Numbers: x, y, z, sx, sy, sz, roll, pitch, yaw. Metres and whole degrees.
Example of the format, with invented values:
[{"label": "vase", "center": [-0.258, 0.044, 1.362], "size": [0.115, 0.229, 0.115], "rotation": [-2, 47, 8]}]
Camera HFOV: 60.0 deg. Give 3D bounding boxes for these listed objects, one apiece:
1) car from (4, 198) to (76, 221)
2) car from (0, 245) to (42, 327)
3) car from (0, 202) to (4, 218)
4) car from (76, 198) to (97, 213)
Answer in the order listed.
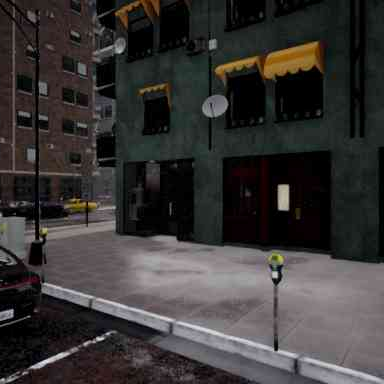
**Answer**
[{"label": "car", "center": [-11.471, 1.349, 25.281], "size": [1.994, 1.385, 4.181], "rotation": [0, 1, 35]}, {"label": "car", "center": [-4.487, 1.551, 6.065], "size": [4.403, 1.369, 2.008], "rotation": [0, 0, 35]}, {"label": "car", "center": [-14.067, 1.347, 26.067], "size": [2.008, 1.369, 4.403], "rotation": [1, 1, 35]}, {"label": "car", "center": [-10.981, 1.247, 30.495], "size": [1.752, 1.417, 4.829], "rotation": [1, 1, 35]}]
